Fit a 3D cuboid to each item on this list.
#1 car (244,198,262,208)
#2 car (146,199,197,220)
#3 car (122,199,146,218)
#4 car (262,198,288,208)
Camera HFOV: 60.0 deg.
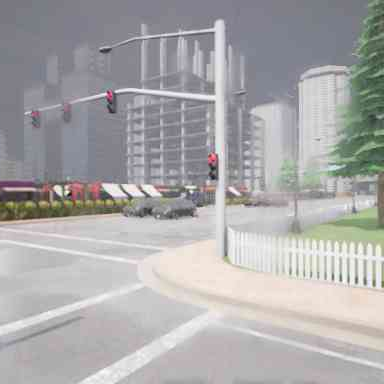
[{"bbox_3d":[9.972,1.652,52.083,2.033,1.411,5.357,0,0,35],"label":"car"},{"bbox_3d":[-1.499,1.437,29.030,2.097,1.767,4.553,0,0,34],"label":"car"},{"bbox_3d":[-4.353,1.453,31.058,2.097,1.767,4.553,0,0,34],"label":"car"},{"bbox_3d":[12.855,1.636,50.099,2.033,1.411,5.357,0,0,35],"label":"car"}]
